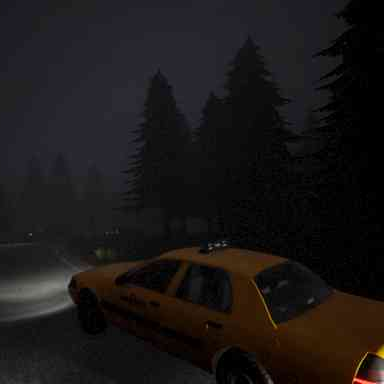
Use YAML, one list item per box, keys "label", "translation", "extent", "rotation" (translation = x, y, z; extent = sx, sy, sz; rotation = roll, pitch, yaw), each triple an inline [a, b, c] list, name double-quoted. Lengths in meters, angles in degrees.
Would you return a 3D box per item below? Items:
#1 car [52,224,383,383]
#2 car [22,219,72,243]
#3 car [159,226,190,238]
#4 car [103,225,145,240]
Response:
- label: "car"
  translation: [0.111, 1.441, 4.761]
  extent: [5.366, 1.575, 1.801]
  rotation: [0, 1, 43]
- label: "car"
  translation: [-12.585, 3.401, 29.588]
  extent: [2.150, 2.045, 5.566]
  rotation: [-4, -7, 9]
- label: "car"
  translation: [-2.326, 5.544, 46.289]
  extent: [1.882, 1.535, 5.008]
  rotation: [-5, -8, 30]
- label: "car"
  translation: [-7.450, 4.511, 36.983]
  extent: [2.033, 1.411, 5.357]
  rotation: [-4, -8, 20]
